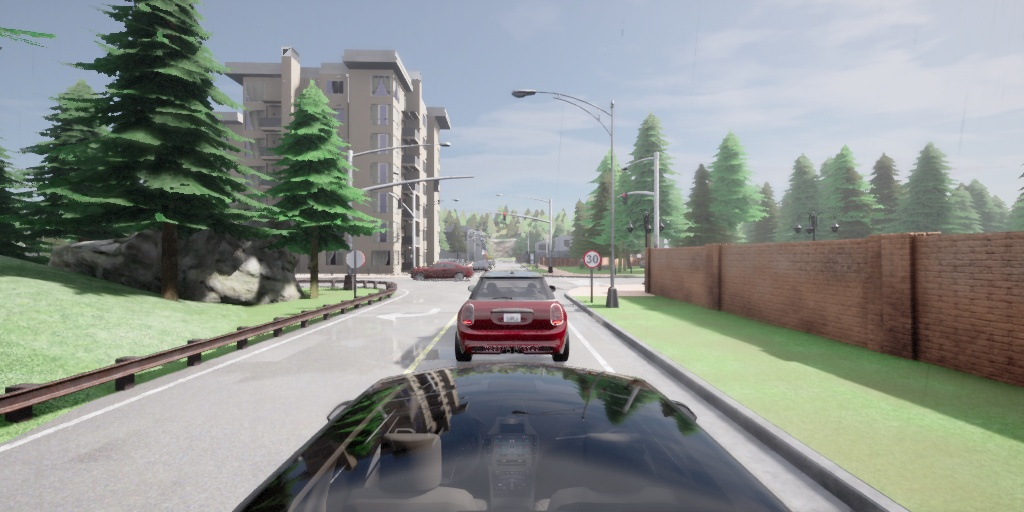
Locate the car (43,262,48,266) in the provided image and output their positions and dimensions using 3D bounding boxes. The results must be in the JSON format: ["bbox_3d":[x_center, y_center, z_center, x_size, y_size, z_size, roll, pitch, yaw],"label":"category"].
[{"bbox_3d":[-30.940,0.987,24.700,5.566,2.045,2.150,0,0,-1],"label":"car"}]

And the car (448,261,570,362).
[{"bbox_3d":[0.002,1.102,8.402,2.097,1.767,4.553,0,0,0],"label":"car"}]

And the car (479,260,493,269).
[{"bbox_3d":[-4.080,1.351,56.370,1.895,1.301,4.718,0,0,0],"label":"car"}]

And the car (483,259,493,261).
[{"bbox_3d":[-3.998,1.297,46.697,2.033,1.411,5.357,0,0,0],"label":"car"}]

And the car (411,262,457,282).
[{"bbox_3d":[-5.637,1.227,29.013,5.008,1.535,1.882,0,0,-2],"label":"car"}]
